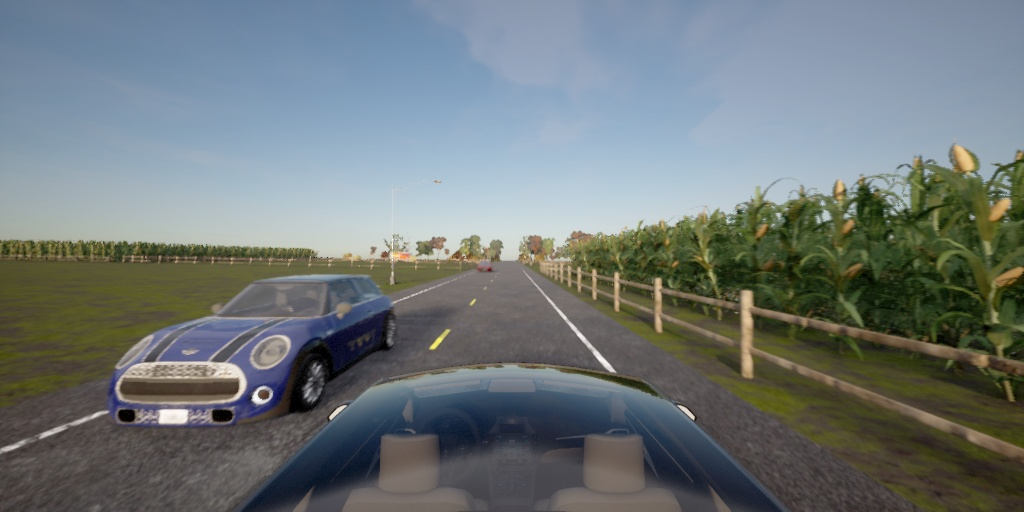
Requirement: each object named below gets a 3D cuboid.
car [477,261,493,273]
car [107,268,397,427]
[{"bbox_3d":[-3.579,1.458,48.069,1.882,1.535,5.008,0,0,0],"label":"car"},{"bbox_3d":[-3.600,1.124,6.059,2.097,1.767,4.553,0,0,0],"label":"car"}]
